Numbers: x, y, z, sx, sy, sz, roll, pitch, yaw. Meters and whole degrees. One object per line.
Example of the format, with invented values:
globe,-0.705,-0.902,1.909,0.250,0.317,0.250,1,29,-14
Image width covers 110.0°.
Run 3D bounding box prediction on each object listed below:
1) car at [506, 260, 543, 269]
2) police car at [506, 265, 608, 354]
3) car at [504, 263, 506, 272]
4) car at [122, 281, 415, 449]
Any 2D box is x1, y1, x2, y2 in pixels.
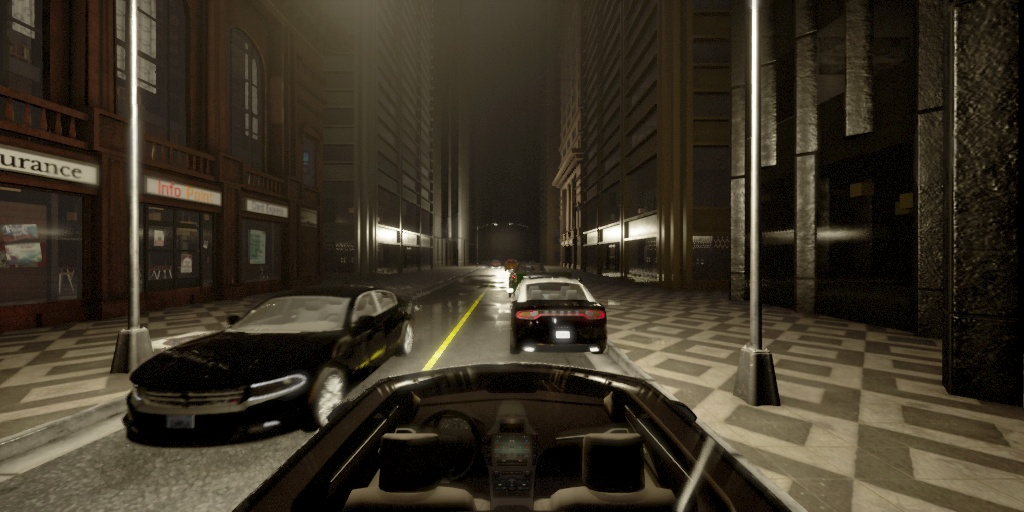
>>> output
car,0.875,1.111,18.743,2.097,1.767,4.553,0,0,0
police car,0.890,1.178,8.882,1.930,1.638,5.238,0,0,0
car,-0.027,1.281,48.210,1.882,1.535,5.008,0,0,0
car,-3.006,1.228,5.741,1.882,1.535,5.008,0,0,0
